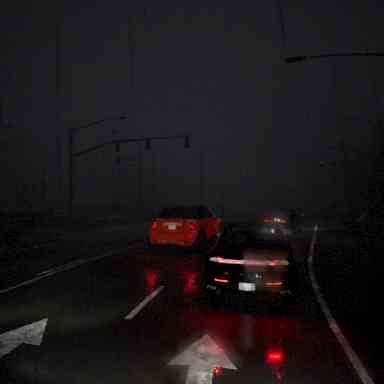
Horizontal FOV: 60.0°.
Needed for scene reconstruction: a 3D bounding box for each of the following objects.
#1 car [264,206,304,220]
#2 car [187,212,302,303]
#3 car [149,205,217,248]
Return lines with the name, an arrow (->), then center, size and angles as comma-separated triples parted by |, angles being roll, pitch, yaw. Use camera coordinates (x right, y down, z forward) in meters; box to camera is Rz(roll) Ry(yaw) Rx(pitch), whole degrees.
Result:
car -> 4.617, 1.504, 17.228 | 1.837, 1.490, 4.892 | 0, 0, 21
car -> 1.548, 1.491, 8.347 | 2.128, 1.511, 4.902 | 0, 0, 13
car -> -0.063, 1.351, 14.475 | 2.097, 1.767, 4.553 | 0, 0, 19
